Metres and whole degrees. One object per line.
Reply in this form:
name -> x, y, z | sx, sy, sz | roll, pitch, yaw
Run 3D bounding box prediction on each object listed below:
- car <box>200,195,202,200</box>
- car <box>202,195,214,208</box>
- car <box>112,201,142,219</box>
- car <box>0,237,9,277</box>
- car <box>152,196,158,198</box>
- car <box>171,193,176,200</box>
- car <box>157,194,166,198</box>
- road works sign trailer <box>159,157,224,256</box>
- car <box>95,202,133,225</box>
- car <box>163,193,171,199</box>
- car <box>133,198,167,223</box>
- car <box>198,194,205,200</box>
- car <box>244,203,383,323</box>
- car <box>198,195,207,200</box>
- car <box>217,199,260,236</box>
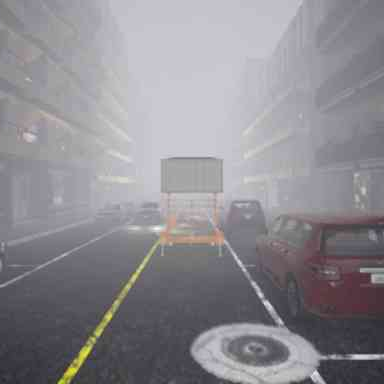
car -> 2.659, 1.478, 51.915 | 1.947, 1.339, 4.313 | -1, 0, 0
car -> 2.661, 1.447, 46.483 | 1.752, 1.417, 4.829 | -1, 0, 0
car -> -5.712, 1.532, 29.533 | 1.802, 1.307, 4.206 | -1, 0, 0
car -> -5.711, 1.538, 7.125 | 2.008, 1.369, 4.403 | -1, 0, 0
car -> -5.716, 1.482, 40.737 | 2.008, 1.369, 4.403 | -1, 0, 0
car -> -5.736, 1.402, 91.155 | 2.008, 1.369, 4.403 | -1, 0, 0
car -> -5.721, 1.463, 51.941 | 2.008, 1.369, 4.403 | -1, 0, 0
road works sign trailer -> -0.002, 0.442, 12.945 | 2.380, 3.560, 2.880 | 0, 0, 1
car -> -5.710, 1.541, 23.931 | 1.802, 1.307, 4.206 | -1, 0, 0
car -> -5.729, 1.210, 63.145 | 2.192, 1.841, 5.009 | -1, 0, 0
car -> -3.109, 1.462, 24.823 | 1.837, 1.490, 4.892 | 0, 0, 0
car -> 2.644, 1.376, 91.300 | 1.752, 1.417, 4.829 | -1, 0, 0
car -> 2.673, 1.303, 7.099 | 2.192, 1.841, 5.009 | -1, 0, 0
car -> 2.646, 1.410, 85.528 | 2.008, 1.369, 4.403 | -1, 0, 0
car -> 2.669, 1.284, 18.303 | 2.192, 1.841, 5.009 | -1, 0, 0
